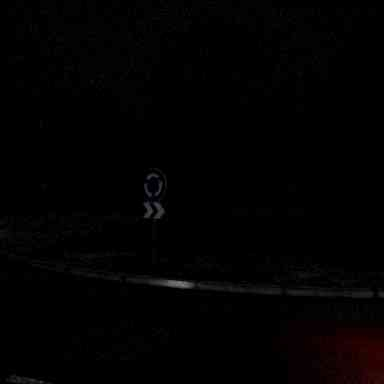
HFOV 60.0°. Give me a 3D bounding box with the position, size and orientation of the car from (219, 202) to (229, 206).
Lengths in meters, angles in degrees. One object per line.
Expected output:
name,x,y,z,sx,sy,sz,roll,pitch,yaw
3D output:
car,2.081,1.588,40.639,4.892,1.490,1.837,0,-1,-4
